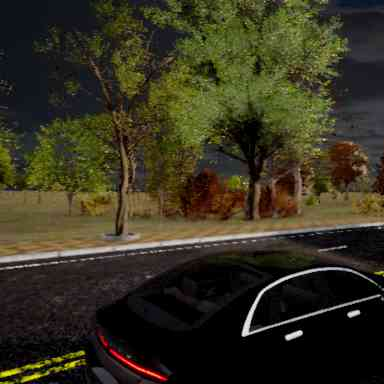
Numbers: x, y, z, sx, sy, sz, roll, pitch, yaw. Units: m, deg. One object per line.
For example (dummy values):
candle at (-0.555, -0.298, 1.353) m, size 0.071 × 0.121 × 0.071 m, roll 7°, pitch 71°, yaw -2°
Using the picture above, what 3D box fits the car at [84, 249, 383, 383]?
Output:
car at (1.187, 1.510, 4.227) m, size 4.892 × 1.490 × 1.837 m, roll 0°, pitch 0°, yaw -35°
